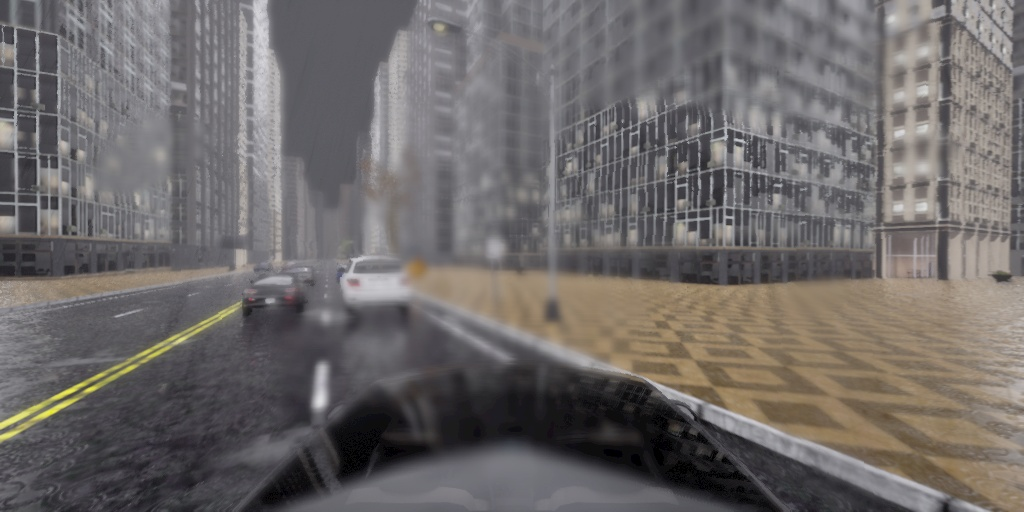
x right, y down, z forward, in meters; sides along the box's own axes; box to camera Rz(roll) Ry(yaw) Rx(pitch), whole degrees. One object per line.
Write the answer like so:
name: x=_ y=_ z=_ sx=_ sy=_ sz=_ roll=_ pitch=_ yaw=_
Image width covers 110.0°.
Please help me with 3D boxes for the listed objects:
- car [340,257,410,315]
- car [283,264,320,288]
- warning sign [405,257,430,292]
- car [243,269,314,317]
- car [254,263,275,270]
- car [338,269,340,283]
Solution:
car: x=-5.608 y=1.070 z=14.503 sx=2.150 sy=2.045 sz=5.566 roll=0 pitch=0 yaw=-26
car: x=-14.821 y=1.486 z=25.515 sx=2.033 sy=1.411 sz=5.357 roll=0 pitch=0 yaw=-26
warning sign: x=-5.271 y=0.999 z=20.090 sx=1.300 sy=1.860 sz=1.060 roll=0 pitch=0 yaw=-27
car: x=-8.895 y=1.375 z=13.823 sx=1.812 sy=1.442 sz=4.674 roll=0 pitch=-1 yaw=-26
car: x=-34.874 y=1.694 z=50.654 sx=2.033 sy=1.411 sz=5.357 roll=0 pitch=0 yaw=-26
car: x=-13.404 y=1.443 z=29.994 sx=1.882 sy=1.535 sz=5.008 roll=0 pitch=0 yaw=-26
